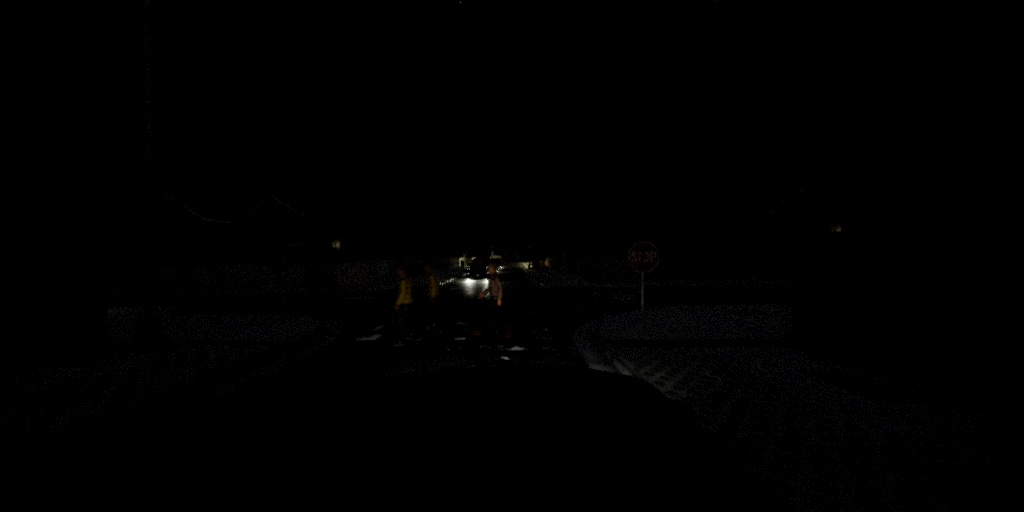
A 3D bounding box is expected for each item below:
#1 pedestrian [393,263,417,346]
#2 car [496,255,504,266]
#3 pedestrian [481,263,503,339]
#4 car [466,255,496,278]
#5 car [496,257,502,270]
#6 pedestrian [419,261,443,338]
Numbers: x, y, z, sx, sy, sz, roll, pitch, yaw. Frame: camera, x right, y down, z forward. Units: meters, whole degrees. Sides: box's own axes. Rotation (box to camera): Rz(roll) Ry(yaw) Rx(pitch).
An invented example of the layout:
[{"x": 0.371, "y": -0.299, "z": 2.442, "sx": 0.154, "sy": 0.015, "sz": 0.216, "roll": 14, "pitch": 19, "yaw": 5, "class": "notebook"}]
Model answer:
[{"x": -2.357, "y": 1.021, "z": 7.804, "sx": 0.375, "sy": 1.860, "sz": 0.375, "roll": 0, "pitch": 0, "yaw": 0, "class": "pedestrian"}, {"x": -2.625, "y": 0.812, "z": 63.464, "sx": 2.150, "sy": 2.045, "sz": 5.566, "roll": 0, "pitch": 0, "yaw": 0, "class": "car"}, {"x": -0.459, "y": 1.019, "z": 8.395, "sx": 0.375, "sy": 1.860, "sz": 0.375, "roll": 0, "pitch": 0, "yaw": 0, "class": "pedestrian"}, {"x": -2.786, "y": 0.990, "z": 31.546, "sx": 2.097, "sy": 1.767, "sz": 4.553, "roll": 0, "pitch": 0, "yaw": 0, "class": "car"}, {"x": -2.747, "y": 1.139, "z": 47.753, "sx": 1.994, "sy": 1.385, "sz": 4.181, "roll": 0, "pitch": 0, "yaw": 0, "class": "car"}, {"x": -2.029, "y": 1.017, "z": 9.001, "sx": 0.375, "sy": 1.860, "sz": 0.375, "roll": 0, "pitch": 0, "yaw": 0, "class": "pedestrian"}]
